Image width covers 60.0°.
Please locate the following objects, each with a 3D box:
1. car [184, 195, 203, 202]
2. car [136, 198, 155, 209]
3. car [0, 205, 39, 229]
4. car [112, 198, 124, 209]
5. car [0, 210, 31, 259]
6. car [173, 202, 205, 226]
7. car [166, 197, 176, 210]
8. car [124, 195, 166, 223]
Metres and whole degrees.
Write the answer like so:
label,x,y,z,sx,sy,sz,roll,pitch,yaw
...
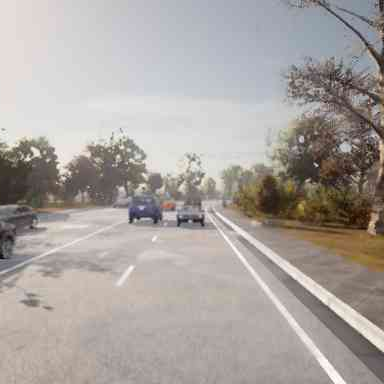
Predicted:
label,x,y,z,sx,sy,sz,roll,pitch,yaw
car,0.155,1.346,42.571,2.150,2.045,5.566,0,0,2
car,-6.722,1.677,48.590,1.812,1.442,4.674,0,0,4
car,-10.596,1.529,19.144,1.837,1.490,4.892,0,0,0
car,-10.206,1.679,48.970,1.812,1.442,4.674,0,0,4
car,-7.047,1.496,9.740,2.128,1.511,4.902,0,0,0
car,-0.081,1.634,23.810,1.895,1.301,4.718,0,0,0
car,-3.254,1.480,44.029,2.097,1.767,4.553,0,0,2
car,-3.527,1.267,25.965,2.150,2.045,5.566,0,0,0
